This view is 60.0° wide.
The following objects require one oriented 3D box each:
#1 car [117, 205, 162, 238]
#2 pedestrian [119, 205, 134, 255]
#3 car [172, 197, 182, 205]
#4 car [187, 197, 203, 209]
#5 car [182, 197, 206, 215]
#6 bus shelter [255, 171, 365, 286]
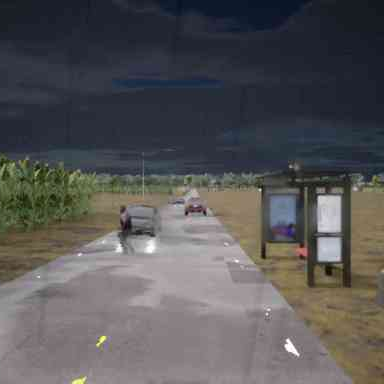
[{"bbox_3d":[-2.703,1.510,18.003,1.837,1.490,4.892,0,1,1],"label":"car"},{"bbox_3d":[-2.352,1.296,11.731,0.375,1.860,0.375,0,0,0],"label":"pedestrian"},{"bbox_3d":[-2.344,1.628,59.039,1.994,1.385,4.181,0,0,1],"label":"car"},{"bbox_3d":[0.467,1.540,47.248,2.128,1.511,4.902,0,0,1],"label":"car"},{"bbox_3d":[0.368,1.375,34.252,2.097,1.767,4.553,0,0,1],"label":"car"},{"bbox_3d":[3.207,0.877,9.925,1.920,2.740,3.880,0,0,0],"label":"bus shelter"}]
